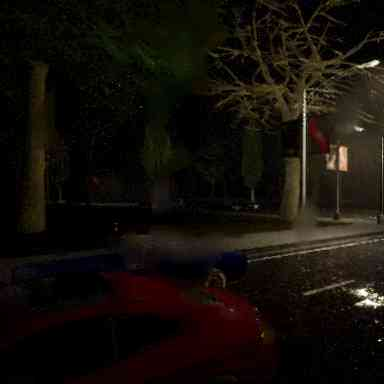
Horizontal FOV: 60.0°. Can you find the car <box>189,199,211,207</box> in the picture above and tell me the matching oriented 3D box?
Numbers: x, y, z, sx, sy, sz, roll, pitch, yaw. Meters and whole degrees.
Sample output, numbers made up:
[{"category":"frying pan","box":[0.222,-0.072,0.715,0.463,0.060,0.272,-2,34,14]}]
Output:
[{"category":"car","box":[1.455,1.991,63.918,1.812,1.442,4.674,1,-1,-35]}]

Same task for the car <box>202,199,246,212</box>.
[{"category":"car","box":[4.127,1.805,43.416,2.033,1.411,5.357,1,-1,-36]}]

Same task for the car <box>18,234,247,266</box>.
[{"category":"car","box":[-1.145,1.604,6.855,4.718,1.301,1.895,0,0,-35]}]

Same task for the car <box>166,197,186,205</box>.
[{"category":"car","box":[-3.415,1.917,70.582,1.882,1.535,5.008,1,-1,-36]}]

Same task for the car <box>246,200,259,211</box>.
[{"category":"car","box":[6.913,1.775,45.117,2.128,1.511,4.902,1,-1,-36]}]

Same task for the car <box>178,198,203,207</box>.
[{"category":"car","box":[0.179,1.897,60.182,1.882,1.535,5.008,1,-1,-35]}]

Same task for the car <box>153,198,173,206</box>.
[{"category":"car","box":[-6.046,1.965,68.673,1.882,1.535,5.008,1,-1,-36]}]

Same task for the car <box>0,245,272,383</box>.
[{"category":"car","box":[-1.319,1.526,2.741,4.674,1.442,1.812,0,0,-35]}]

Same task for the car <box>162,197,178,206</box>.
[{"category":"car","box":[-5.270,1.790,62.072,2.097,1.767,4.553,1,-1,-36]}]

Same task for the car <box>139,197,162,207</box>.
[{"category":"car","box":[-7.834,1.975,60.066,1.994,1.385,4.181,1,-1,-36]}]
